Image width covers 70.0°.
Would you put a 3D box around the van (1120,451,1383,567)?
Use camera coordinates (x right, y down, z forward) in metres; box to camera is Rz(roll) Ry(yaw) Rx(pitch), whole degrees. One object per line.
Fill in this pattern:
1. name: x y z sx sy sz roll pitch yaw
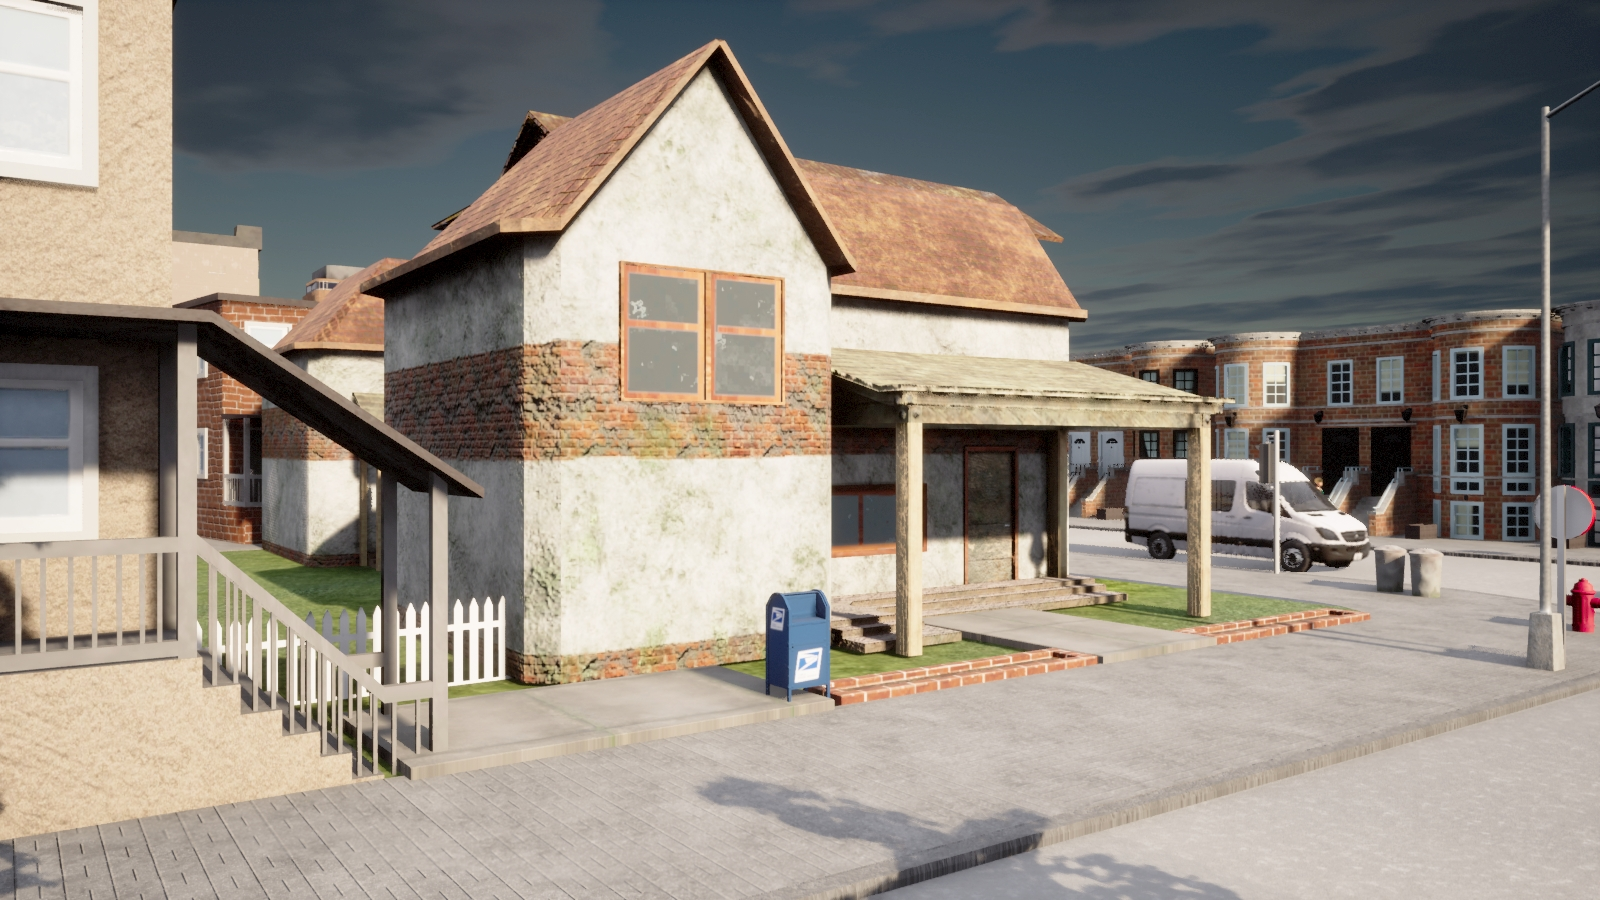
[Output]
1. van: 10.930 1.304 28.185 1.988 2.561 5.915 0 0 -35

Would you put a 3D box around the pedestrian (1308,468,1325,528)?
1. pedestrian: 16.327 1.511 36.123 0.375 1.860 0.375 0 0 -37
